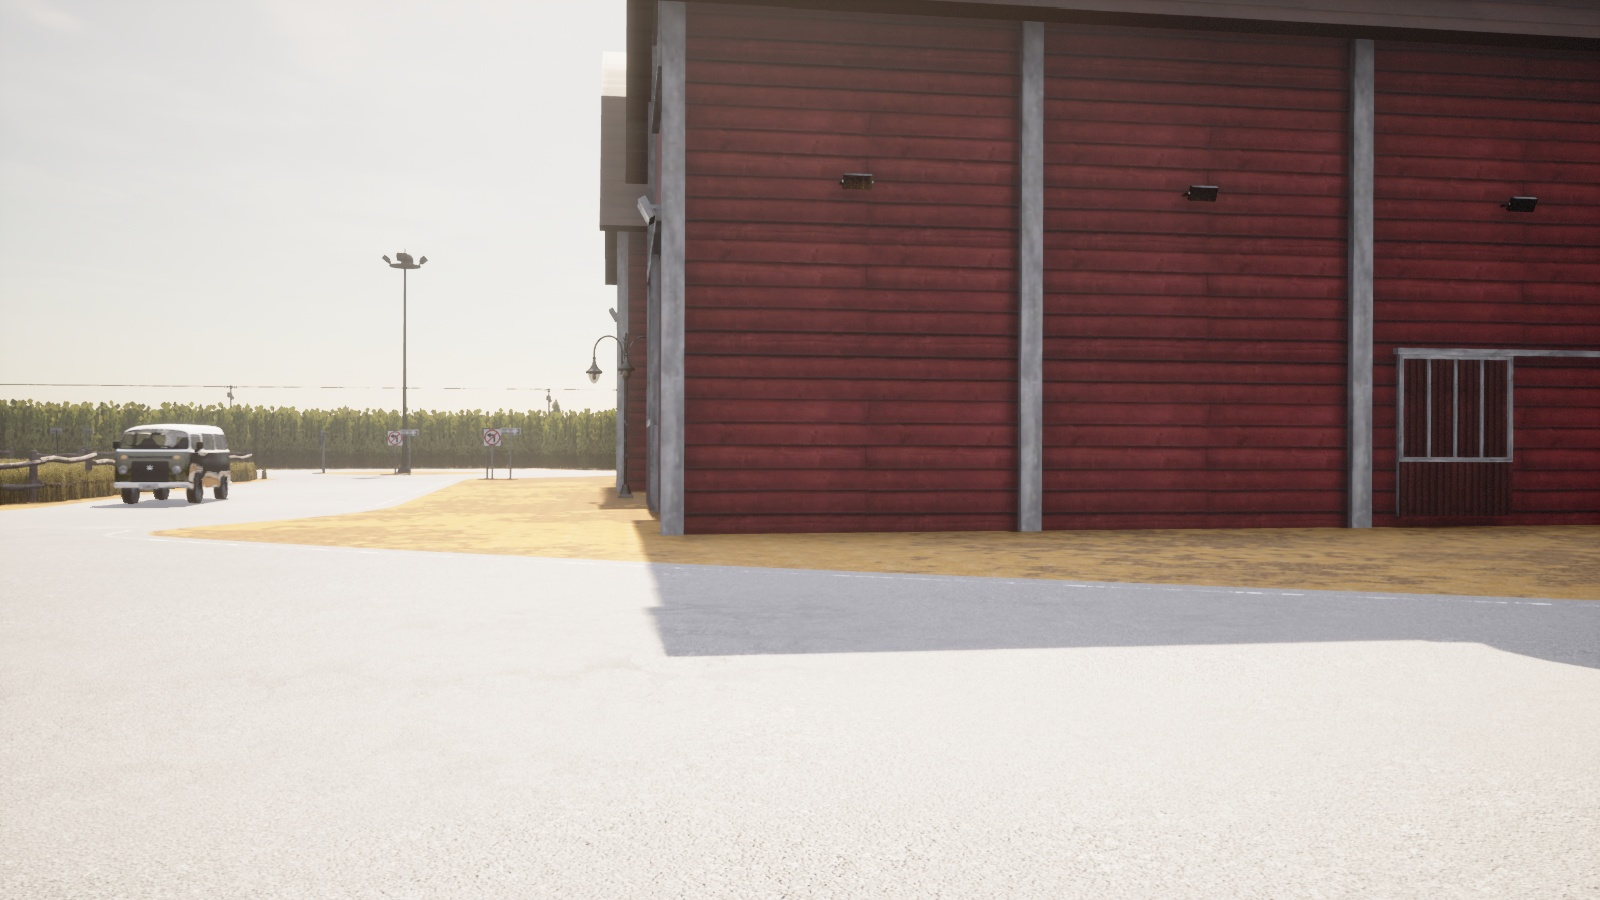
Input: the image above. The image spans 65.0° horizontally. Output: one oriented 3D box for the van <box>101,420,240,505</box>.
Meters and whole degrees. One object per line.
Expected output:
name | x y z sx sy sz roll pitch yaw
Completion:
van | -16.153 0.314 32.490 2.069 2.038 4.480 0 0 -11
